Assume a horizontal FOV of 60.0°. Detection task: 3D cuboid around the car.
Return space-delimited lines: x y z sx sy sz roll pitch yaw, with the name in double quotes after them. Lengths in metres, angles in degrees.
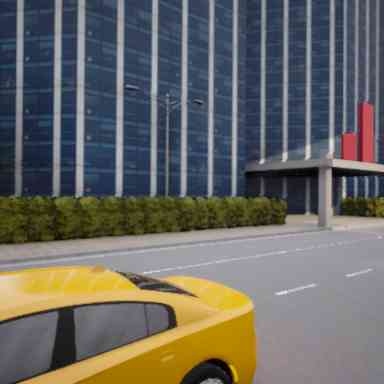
-1.581 1.481 2.767 5.008 1.535 1.882 1 -1 -38 "car"
